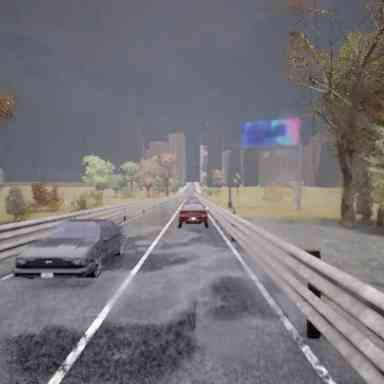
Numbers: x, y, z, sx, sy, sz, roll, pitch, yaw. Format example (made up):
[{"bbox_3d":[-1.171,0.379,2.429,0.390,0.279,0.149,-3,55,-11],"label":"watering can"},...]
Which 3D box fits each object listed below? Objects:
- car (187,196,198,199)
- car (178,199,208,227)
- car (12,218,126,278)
[{"bbox_3d":[0.064,1.341,41.915,2.097,1.767,4.553,0,0,0],"label":"car"},{"bbox_3d":[0.082,1.471,22.787,1.882,1.535,5.008,0,0,0],"label":"car"},{"bbox_3d":[-3.354,1.544,10.363,2.033,1.411,5.357,0,0,0],"label":"car"}]
